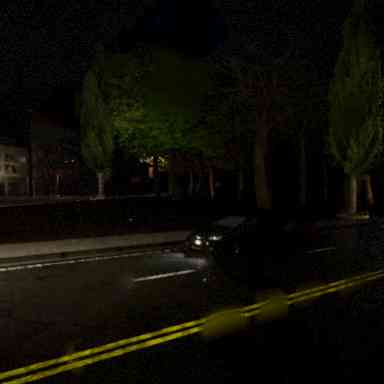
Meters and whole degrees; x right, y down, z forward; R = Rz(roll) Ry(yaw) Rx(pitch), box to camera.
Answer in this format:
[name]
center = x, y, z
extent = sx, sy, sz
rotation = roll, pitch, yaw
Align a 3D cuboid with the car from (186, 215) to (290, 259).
[car]
center = 1.840, 1.598, 12.862
extent = 4.181, 1.385, 1.994
rotation = 0, 0, -35
